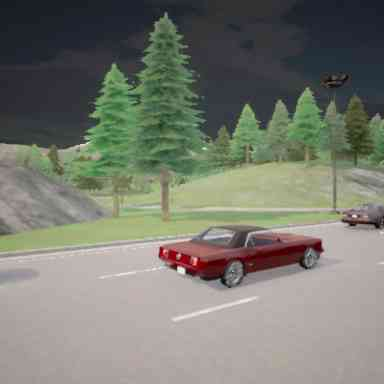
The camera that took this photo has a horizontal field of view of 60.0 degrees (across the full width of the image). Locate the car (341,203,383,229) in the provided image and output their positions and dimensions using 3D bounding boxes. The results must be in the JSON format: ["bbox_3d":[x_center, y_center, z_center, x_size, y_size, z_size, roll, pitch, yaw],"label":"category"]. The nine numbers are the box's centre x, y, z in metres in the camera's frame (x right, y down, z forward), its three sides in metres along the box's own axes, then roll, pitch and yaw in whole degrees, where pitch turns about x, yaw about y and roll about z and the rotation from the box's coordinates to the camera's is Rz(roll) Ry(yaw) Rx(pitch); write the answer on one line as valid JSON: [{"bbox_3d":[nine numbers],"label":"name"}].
[{"bbox_3d":[11.307,1.410,20.398,5.357,1.411,2.033,0,0,-35],"label":"car"}]

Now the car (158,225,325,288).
[{"bbox_3d":[1.556,1.556,9.149,4.718,1.301,1.895,0,0,-35],"label":"car"}]
